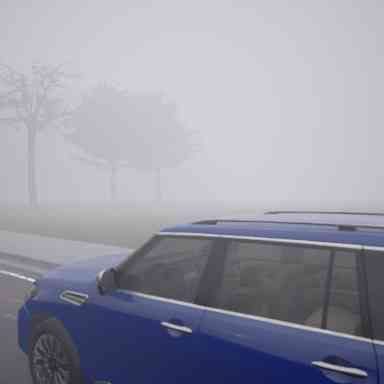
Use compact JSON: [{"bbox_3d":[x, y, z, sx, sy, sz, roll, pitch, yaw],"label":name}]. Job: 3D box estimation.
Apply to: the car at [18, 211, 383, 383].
[{"bbox_3d":[0.568,1.221,3.286,5.566,2.045,2.150,0,0,35],"label":"car"}]
